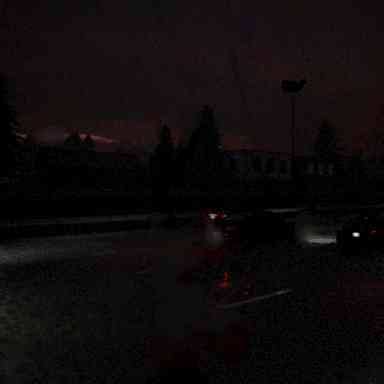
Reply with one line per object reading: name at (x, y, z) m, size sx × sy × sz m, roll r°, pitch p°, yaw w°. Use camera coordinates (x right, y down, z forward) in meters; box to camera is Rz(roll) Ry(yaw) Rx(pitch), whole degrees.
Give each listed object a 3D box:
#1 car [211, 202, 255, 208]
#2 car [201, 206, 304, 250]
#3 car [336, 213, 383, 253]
car at (2.804, 1.352, 18.640) m, size 4.553 × 1.767 × 2.097 m, roll 0°, pitch 0°, yaw -36°
car at (2.824, 1.526, 14.355) m, size 4.674 × 1.442 × 1.812 m, roll 0°, pitch 0°, yaw -36°
car at (7.755, 1.564, 13.571) m, size 4.181 × 1.385 × 1.994 m, roll 0°, pitch 0°, yaw -35°
